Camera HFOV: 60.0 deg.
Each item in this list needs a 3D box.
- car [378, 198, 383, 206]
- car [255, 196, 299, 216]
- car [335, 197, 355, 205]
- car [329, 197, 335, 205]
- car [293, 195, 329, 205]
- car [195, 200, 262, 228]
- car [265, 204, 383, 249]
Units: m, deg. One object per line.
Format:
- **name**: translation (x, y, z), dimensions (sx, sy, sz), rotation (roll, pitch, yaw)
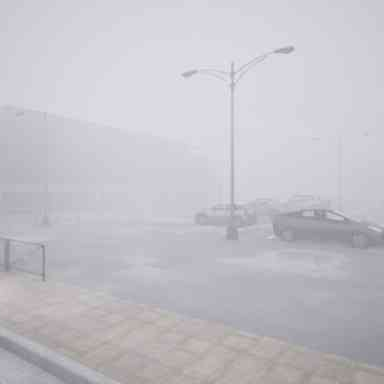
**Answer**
- **car**: translation (29.339, 1.574, 48.393), dimensions (3.806, 1.475, 1.970), rotation (0, 0, 35)
- **car**: translation (5.543, 1.336, 26.836), dimensions (5.027, 1.636, 2.152), rotation (0, 0, 35)
- **car**: translation (24.966, 1.556, 55.088), dimensions (3.633, 1.501, 1.845), rotation (0, 0, 35)
- **car**: translation (14.203, 1.280, 39.938), dimensions (4.605, 1.855, 1.932), rotation (0, 0, 35)
- **car**: translation (12.875, 1.259, 37.321), dimensions (3.866, 1.878, 1.905), rotation (0, 0, 35)
- **car**: translation (2.130, 1.415, 21.392), dimensions (3.806, 1.475, 1.970), rotation (0, 0, 35)
- **car**: translation (5.807, 1.487, 14.351), dimensions (4.514, 1.523, 2.007), rotation (0, 0, 35)
